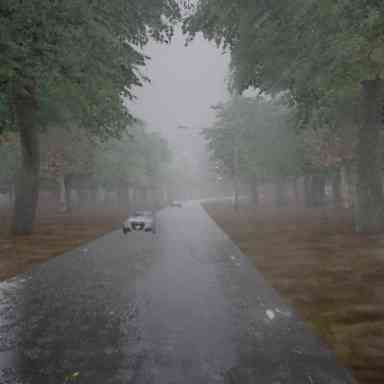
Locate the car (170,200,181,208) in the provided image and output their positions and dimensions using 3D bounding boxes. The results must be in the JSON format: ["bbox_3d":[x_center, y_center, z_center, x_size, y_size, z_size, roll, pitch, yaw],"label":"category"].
[{"bbox_3d":[-3.011,2.179,62.243,1.882,1.535,5.008,0,0,1],"label":"car"}]

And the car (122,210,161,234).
[{"bbox_3d":[-3.091,1.842,21.029,1.994,1.385,4.181,0,-1,0],"label":"car"}]
